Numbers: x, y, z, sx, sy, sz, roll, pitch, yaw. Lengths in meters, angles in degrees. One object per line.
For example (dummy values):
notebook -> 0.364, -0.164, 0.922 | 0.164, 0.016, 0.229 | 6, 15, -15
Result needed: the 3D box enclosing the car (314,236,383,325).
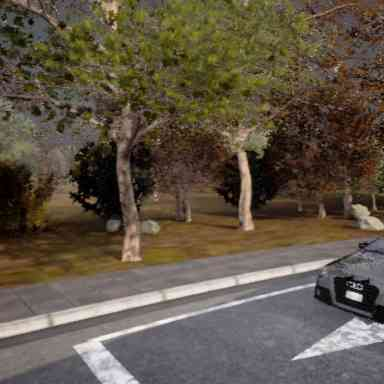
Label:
car -> 4.374, 1.511, 6.454 | 4.181, 1.385, 1.994 | 0, 1, -30
